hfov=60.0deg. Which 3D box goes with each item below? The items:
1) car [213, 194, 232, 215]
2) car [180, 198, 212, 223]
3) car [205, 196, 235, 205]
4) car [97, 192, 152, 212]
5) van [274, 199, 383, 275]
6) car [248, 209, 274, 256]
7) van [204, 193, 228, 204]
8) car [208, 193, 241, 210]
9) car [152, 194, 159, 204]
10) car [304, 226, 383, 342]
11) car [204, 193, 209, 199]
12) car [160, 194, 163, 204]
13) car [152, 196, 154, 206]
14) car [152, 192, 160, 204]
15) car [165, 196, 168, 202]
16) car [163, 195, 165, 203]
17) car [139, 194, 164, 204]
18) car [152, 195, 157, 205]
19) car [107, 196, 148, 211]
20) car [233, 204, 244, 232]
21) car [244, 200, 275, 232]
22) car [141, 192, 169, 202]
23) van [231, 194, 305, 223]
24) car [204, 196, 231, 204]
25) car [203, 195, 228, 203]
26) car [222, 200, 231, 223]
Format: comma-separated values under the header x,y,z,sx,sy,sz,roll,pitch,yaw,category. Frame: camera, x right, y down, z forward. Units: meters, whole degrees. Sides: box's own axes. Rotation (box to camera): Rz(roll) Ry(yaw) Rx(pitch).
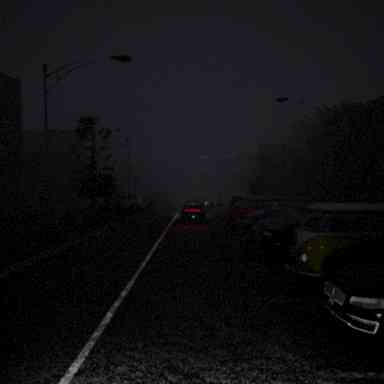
x,y,z,sx,sy,sz,roll,pitch,yaw,category
4.679,1.327,33.251,4.553,1.767,2.185,0,0,0,car
0.099,1.472,25.163,2.128,1.511,4.902,0,0,0,car
4.640,1.436,55.725,4.892,1.521,2.231,0,0,0,car
-7.711,1.199,37.094,5.566,2.045,2.435,0,0,0,car
4.533,1.247,8.109,4.442,1.987,1.878,0,0,0,van
4.644,1.471,11.027,5.008,1.535,2.097,0,0,0,car
4.529,1.196,63.978,4.442,1.987,1.878,0,1,0,van
4.679,1.320,41.757,4.553,1.767,2.185,0,0,0,car
-7.712,1.470,48.847,4.792,1.488,2.163,0,0,0,car
4.656,1.477,5.315,4.892,1.521,2.231,0,0,0,car
4.619,1.190,47.219,5.566,2.045,2.435,0,0,0,car
-7.690,1.437,54.598,4.892,1.521,2.231,0,0,0,car
-7.680,1.485,42.846,4.674,1.452,2.002,0,0,0,car
-7.715,1.312,51.785,4.553,1.767,2.185,0,0,0,car
-7.499,1.428,60.601,5.366,1.575,1.946,0,0,0,car
-7.869,1.430,57.661,5.366,1.575,1.946,0,0,0,car
-7.653,1.298,63.542,4.553,1.767,2.185,0,0,0,car
-7.680,1.483,45.908,4.674,1.452,2.002,0,0,0,car
-7.651,1.322,39.907,4.553,1.767,2.185,0,0,0,car
4.647,1.507,16.490,4.674,1.452,2.002,0,0,0,car
4.680,1.343,13.697,4.553,1.767,2.185,0,0,0,car
-7.656,1.098,69.314,5.566,2.045,2.435,0,1,0,car
4.766,1.238,19.283,4.442,1.987,1.878,0,0,0,van
4.652,1.431,61.185,4.892,1.521,2.231,0,0,0,car
4.639,1.394,66.788,4.892,1.521,2.231,0,1,0,car
4.677,1.492,22.079,4.792,1.488,2.163,0,0,0,car
